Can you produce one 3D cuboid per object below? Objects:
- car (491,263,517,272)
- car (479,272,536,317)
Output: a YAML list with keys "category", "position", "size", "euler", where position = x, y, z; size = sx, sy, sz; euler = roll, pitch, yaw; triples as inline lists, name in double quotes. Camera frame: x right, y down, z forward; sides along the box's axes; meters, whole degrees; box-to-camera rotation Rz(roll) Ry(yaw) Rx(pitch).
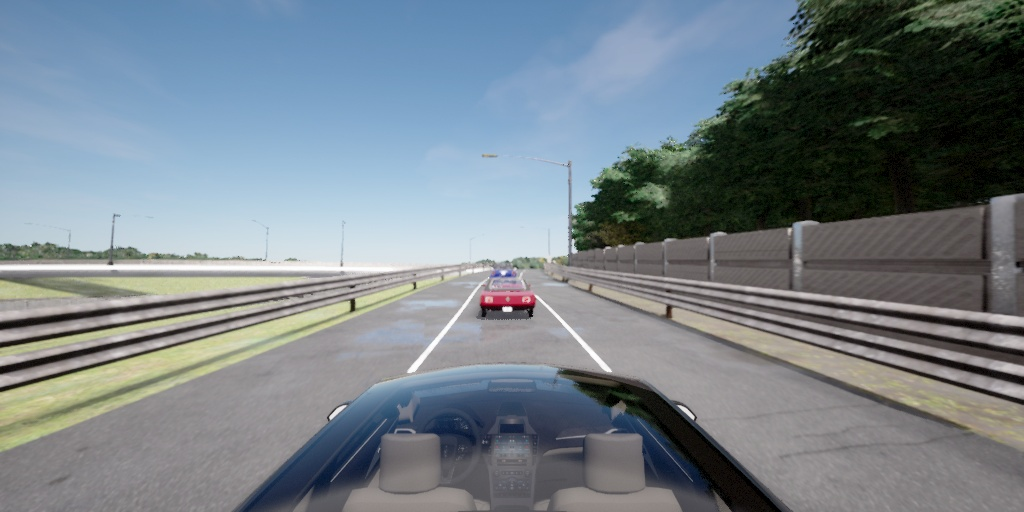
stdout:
- category: "car"
  position: [-0.657, 1.367, 29.534]
  size: [2.097, 1.767, 4.553]
  euler: [0, -1, 0]
- category: "car"
  position: [-0.193, 1.469, 13.866]
  size: [1.895, 1.301, 4.718]
  euler: [0, -1, -1]
